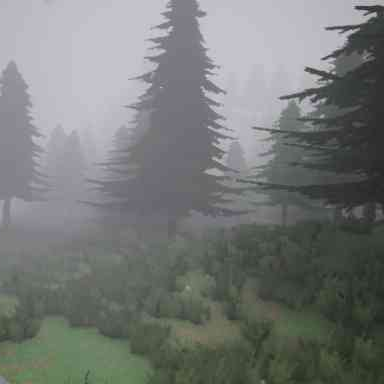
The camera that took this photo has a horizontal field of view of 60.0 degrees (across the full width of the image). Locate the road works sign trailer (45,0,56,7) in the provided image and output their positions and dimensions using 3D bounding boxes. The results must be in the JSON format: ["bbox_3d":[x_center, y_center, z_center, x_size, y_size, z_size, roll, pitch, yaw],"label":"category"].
[{"bbox_3d":[-21.808,-28.430,47.559,2.380,2.880,3.560,3,18,44],"label":"road works sign trailer"}]
